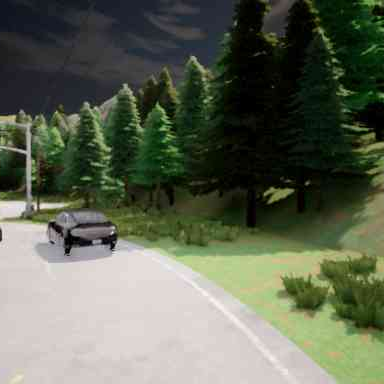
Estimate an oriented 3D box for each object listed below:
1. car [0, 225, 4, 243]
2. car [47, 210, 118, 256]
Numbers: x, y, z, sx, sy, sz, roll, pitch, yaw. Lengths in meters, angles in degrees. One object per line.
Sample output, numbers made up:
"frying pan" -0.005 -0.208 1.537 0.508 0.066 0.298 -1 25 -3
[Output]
"car" -9.873 1.541 14.608 4.181 1.385 1.994 0 0 45
"car" -4.456 1.450 13.170 2.128 1.511 4.902 0 0 -32
